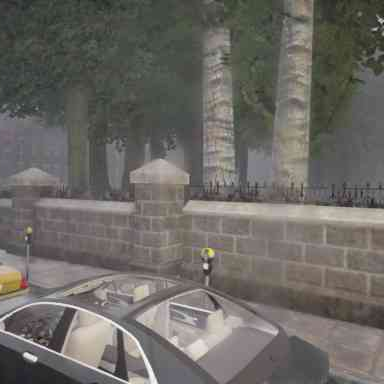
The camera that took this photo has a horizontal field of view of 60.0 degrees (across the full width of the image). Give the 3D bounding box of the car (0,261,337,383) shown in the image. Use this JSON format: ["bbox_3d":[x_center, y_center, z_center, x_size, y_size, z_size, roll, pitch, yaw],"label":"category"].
[{"bbox_3d":[-0.871,1.550,3.416,4.403,1.369,2.008,0,1,36],"label":"car"}]
